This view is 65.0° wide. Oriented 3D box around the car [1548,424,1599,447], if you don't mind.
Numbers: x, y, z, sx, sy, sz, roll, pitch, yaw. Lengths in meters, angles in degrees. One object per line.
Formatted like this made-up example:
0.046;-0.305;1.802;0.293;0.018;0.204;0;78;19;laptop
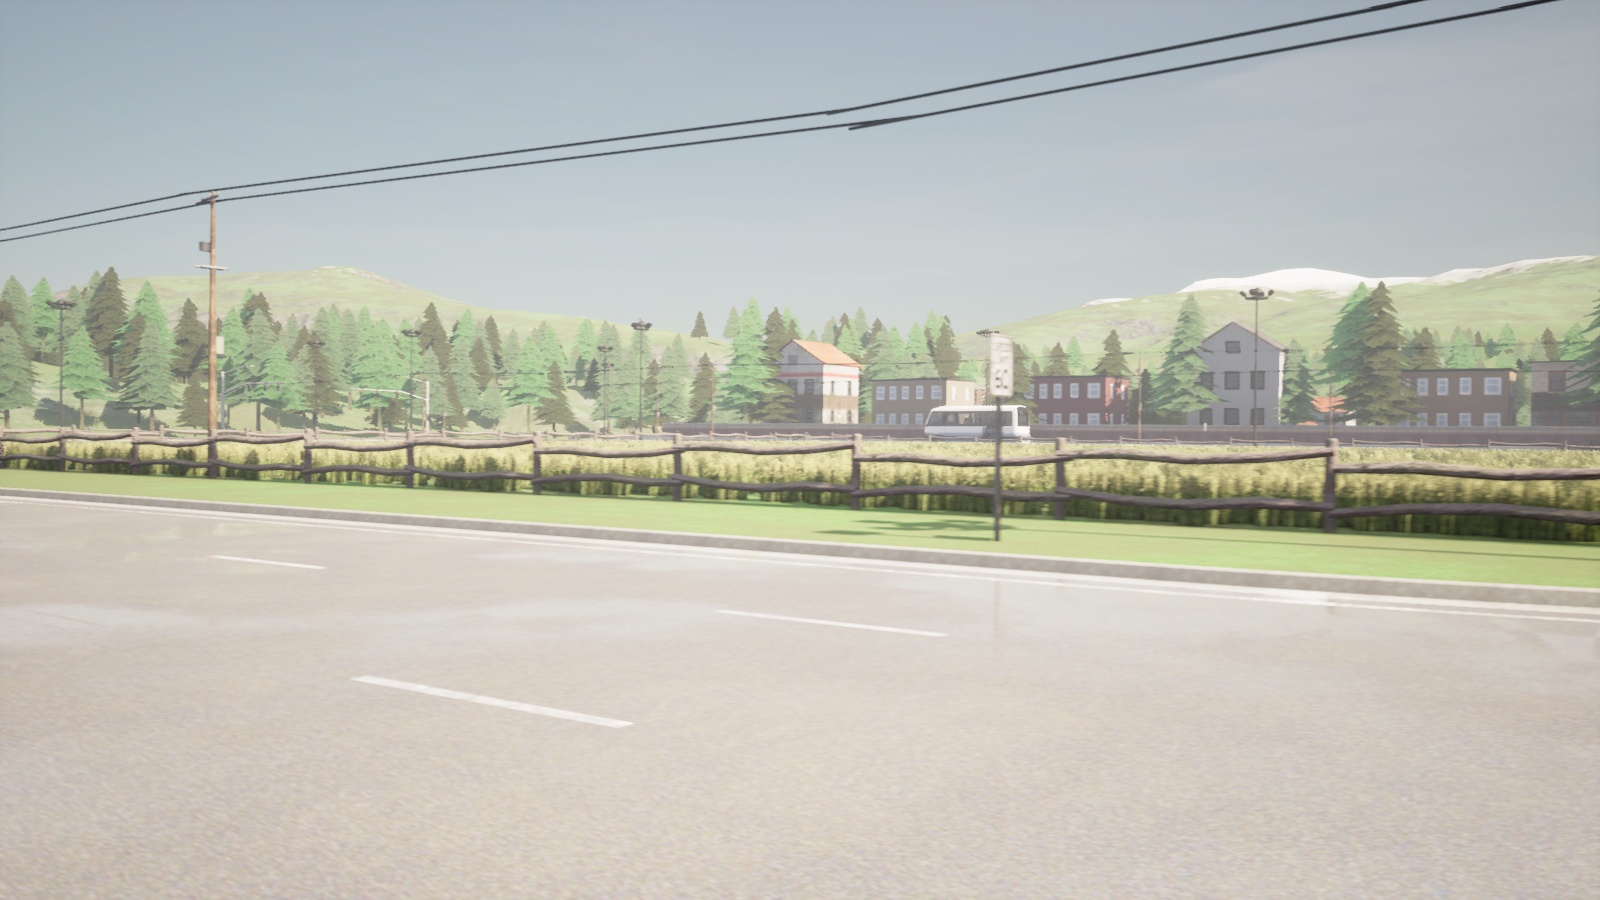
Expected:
52.877;-0.951;84.278;4.514;1.525;2.007;0;1;34;car
